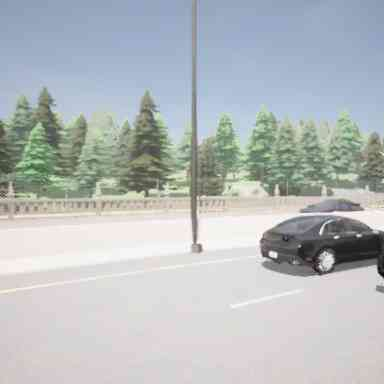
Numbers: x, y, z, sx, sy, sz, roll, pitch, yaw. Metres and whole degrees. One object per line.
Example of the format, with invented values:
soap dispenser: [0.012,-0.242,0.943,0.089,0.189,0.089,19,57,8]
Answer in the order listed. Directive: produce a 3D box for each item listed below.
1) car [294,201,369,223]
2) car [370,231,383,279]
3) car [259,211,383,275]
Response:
car: [10.601,1.429,25.195,5.357,1.411,2.033,0,0,-22]
car: [6.427,1.567,7.497,4.718,1.301,1.895,0,0,-29]
car: [4.327,1.456,10.278,4.892,1.490,1.837,0,0,-29]
